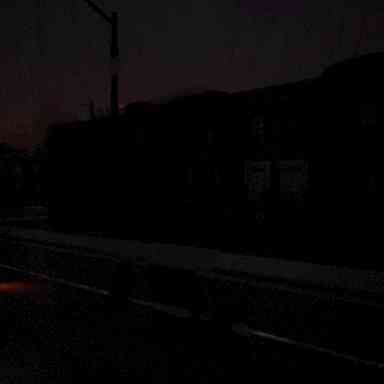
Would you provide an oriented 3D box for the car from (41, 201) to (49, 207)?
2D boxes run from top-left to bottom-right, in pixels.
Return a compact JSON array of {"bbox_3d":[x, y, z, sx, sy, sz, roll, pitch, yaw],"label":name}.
[{"bbox_3d":[-20.435,1.533,50.376,1.812,1.442,4.674,0,0,36],"label":"car"}]
